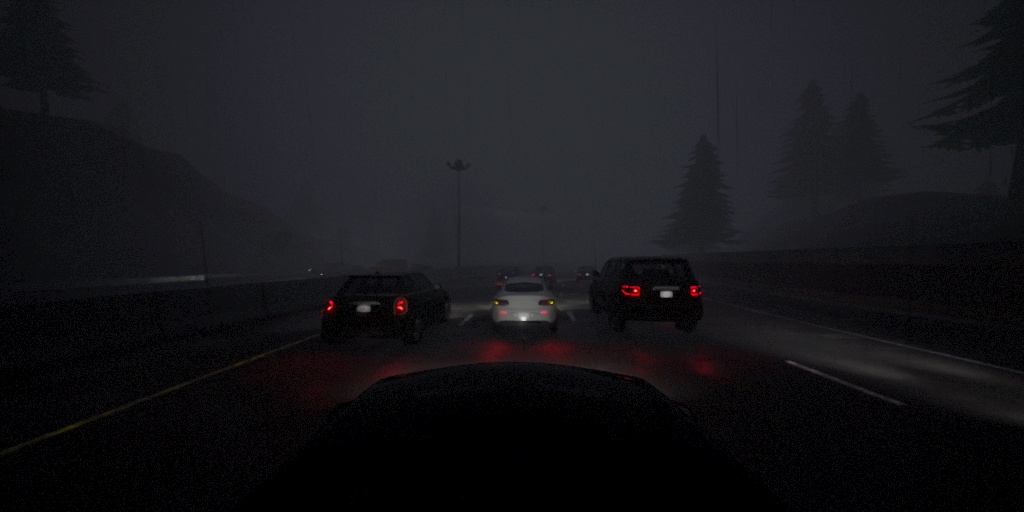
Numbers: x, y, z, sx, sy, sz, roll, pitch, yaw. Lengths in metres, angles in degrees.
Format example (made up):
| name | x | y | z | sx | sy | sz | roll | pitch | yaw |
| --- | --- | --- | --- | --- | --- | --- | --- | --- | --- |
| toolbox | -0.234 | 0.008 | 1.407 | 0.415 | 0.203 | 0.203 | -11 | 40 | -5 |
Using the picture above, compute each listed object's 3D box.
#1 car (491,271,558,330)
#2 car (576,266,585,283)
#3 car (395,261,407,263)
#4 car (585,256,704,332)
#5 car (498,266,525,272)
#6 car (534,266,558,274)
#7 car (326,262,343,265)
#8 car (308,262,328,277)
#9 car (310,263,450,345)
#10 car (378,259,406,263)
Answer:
| name | x | y | z | sx | sy | sz | roll | pitch | yaw |
| --- | --- | --- | --- | --- | --- | --- | --- | --- | --- |
| car | 0.415 | 1.357 | 11.372 | 1.812 | 1.442 | 4.674 | 0 | 0 | 3 |
| car | 6.439 | 1.524 | 30.708 | 2.033 | 1.411 | 5.357 | 0 | -1 | 12 |
| car | -9.963 | 1.588 | 38.250 | 2.128 | 1.511 | 4.902 | 0 | -1 | 13 |
| car | 3.900 | 1.041 | 11.369 | 2.150 | 2.045 | 5.566 | 0 | 0 | 3 |
| car | -0.002 | 1.626 | 33.938 | 1.895 | 1.301 | 4.718 | 0 | -1 | 12 |
| car | 2.743 | 1.530 | 30.052 | 2.033 | 1.411 | 5.357 | 0 | -1 | 11 |
| car | -17.131 | 1.643 | 38.215 | 1.812 | 1.442 | 4.674 | 0 | -1 | 12 |
| car | -20.356 | 1.493 | 39.854 | 2.097 | 1.767 | 4.553 | 0 | 0 | 13 |
| car | -3.135 | 1.182 | 9.926 | 2.097 | 1.767 | 4.553 | 0 | 0 | 2 |
| car | -13.361 | 1.328 | 39.103 | 2.150 | 2.045 | 5.566 | 0 | -1 | 13 |
